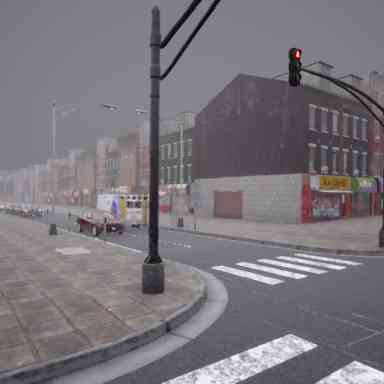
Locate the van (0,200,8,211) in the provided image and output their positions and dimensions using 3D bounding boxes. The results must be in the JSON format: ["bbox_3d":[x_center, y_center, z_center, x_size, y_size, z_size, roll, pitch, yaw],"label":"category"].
[{"bbox_3d":[-34.971,2.431,60.881,1.690,1.788,3.998,0,-1,-36],"label":"van"}]

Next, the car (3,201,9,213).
[{"bbox_3d":[-25.221,2.391,47.435,1.947,1.339,4.313,0,-1,-36],"label":"car"}]

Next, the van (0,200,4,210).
[{"bbox_3d":[-38.220,2.518,65.362,1.690,1.788,3.998,0,-1,-36],"label":"van"}]

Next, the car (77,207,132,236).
[{"bbox_3d":[-5.729,1.850,20.551,1.887,1.381,4.507,0,-1,-36],"label":"car"}]

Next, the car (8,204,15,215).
[{"bbox_3d":[-21.972,2.302,42.954,1.947,1.339,4.313,0,-1,-36],"label":"car"}]

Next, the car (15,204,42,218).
[{"bbox_3d":[-18.725,2.089,38.475,1.967,1.590,4.097,0,-1,-36],"label":"car"}]

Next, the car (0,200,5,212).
[{"bbox_3d":[-31.620,2.525,56.260,1.752,1.417,4.829,0,-1,-36],"label":"car"}]

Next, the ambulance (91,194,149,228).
[{"bbox_3d":[-5.657,1.421,24.976,2.351,2.431,6.366,1,-1,-36],"label":"ambulance"}]
